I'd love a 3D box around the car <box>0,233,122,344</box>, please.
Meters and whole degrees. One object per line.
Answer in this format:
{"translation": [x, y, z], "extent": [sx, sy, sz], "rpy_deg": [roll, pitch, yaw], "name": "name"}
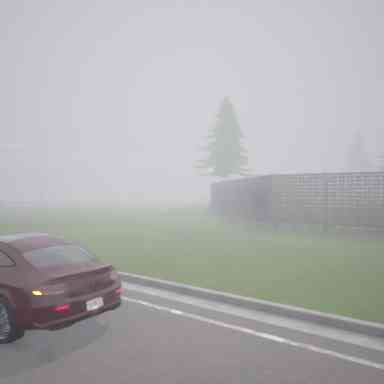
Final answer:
{"translation": [-3.345, 1.525, 6.380], "extent": [4.674, 1.442, 1.812], "rpy_deg": [0, 0, 36], "name": "car"}
